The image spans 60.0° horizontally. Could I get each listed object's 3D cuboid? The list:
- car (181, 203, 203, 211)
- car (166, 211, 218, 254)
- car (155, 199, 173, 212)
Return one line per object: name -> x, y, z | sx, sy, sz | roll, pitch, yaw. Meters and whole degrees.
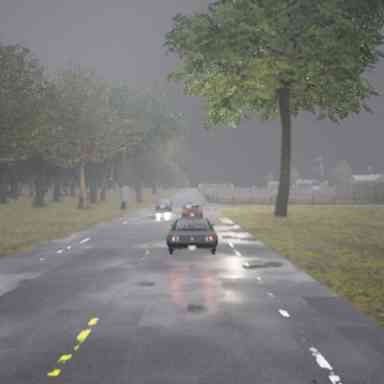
car -> 0.030, 1.675, 29.370 | 1.812, 1.442, 4.674 | 0, 0, 0
car -> 0.014, 1.715, 14.116 | 1.895, 1.301, 4.718 | 0, 0, 0
car -> -3.469, 1.603, 41.792 | 2.128, 1.511, 4.902 | 0, 0, 0
